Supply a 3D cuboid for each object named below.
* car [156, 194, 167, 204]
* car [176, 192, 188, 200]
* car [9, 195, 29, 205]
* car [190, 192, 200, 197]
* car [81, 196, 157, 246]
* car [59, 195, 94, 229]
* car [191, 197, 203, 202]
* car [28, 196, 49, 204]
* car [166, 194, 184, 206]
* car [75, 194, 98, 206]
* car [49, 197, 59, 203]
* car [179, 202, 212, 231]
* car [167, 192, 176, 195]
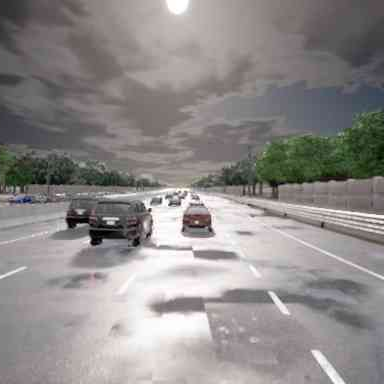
[{"bbox_3d":[-6.277,1.407,60.138,2.128,1.511,4.902,1,1,0],"label":"car"},{"bbox_3d":[-2.678,1.326,85.720,1.895,1.301,4.718,1,1,0],"label":"car"},{"bbox_3d":[-27.363,1.208,53.420,1.882,1.535,5.008,1,1,1],"label":"car"},{"bbox_3d":[0.799,1.411,76.050,1.994,1.385,4.181,1,1,0],"label":"car"},{"bbox_3d":[-3.254,1.363,16.162,2.150,2.045,5.566,1,0,1],"label":"car"},{"bbox_3d":[-6.660,1.358,22.600,2.150,2.045,5.566,1,0,1],"label":"car"},{"bbox_3d":[0.542,1.671,39.266,2.128,1.511,4.902,1,0,1],"label":"car"},{"bbox_3d":[-23.872,1.334,53.473,1.994,1.385,4.181,1,1,1],"label":"car"},{"bbox_3d":[-2.807,1.556,56.093,1.994,1.385,4.181,1,1,0],"label":"car"},{"bbox_3d":[-16.874,1.203,53.514,2.097,1.767,4.553,1,1,1],"label":"car"},{"bbox_3d":[-20.363,1.359,53.434,2.033,1.411,5.357,1,1,1],"label":"car"},{"bbox_3d":[0.335,1.693,22.484,1.882,1.535,5.008,1,0,1],"label":"car"},{"bbox_3d":[-6.172,1.131,89.750,1.882,1.535,5.008,1,1,0],"label":"car"}]
